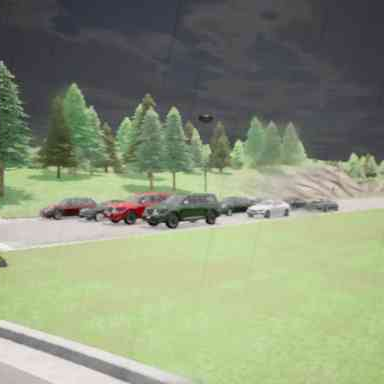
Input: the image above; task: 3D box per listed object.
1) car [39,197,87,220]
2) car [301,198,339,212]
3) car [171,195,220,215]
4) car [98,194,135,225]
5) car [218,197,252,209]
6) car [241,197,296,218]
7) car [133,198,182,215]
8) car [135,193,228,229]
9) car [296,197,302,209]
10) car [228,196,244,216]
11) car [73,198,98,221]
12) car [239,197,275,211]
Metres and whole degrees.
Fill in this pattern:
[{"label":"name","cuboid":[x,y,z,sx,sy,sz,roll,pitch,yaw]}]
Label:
[{"label":"car","cuboid":[-9.841,1.235,26.952,4.553,1.767,2.097,0,0,-44]},{"label":"car","cuboid":[13.682,1.360,34.894,4.181,1.385,1.994,0,0,-44]},{"label":"car","cuboid":[0.423,1.189,31.920,4.553,1.767,2.097,0,0,-44]},{"label":"car","cuboid":[-3.391,1.109,23.435,5.566,2.045,2.150,0,0,-44]},{"label":"car","cuboid":[5.359,1.343,41.473,4.181,1.385,1.994,0,0,-44]},{"label":"car","cuboid":[6.524,1.370,28.071,4.674,1.442,1.812,0,0,-43]},{"label":"car","cuboid":[-3.391,1.365,33.097,4.674,1.442,1.812,0,0,-44]},{"label":"car","cuboid":[-0.530,1.114,21.324,5.566,2.045,2.150,0,0,-43]},{"label":"car","cuboid":[11.049,1.295,37.222,4.892,1.490,1.837,0,0,-44]},{"label":"car","cuboid":[3.539,1.192,30.057,4.553,1.767,2.097,0,0,-44]},{"label":"car","cuboid":[-6.216,1.387,25.576,4.892,1.490,1.837,0,0,-44]},{"label":"car","cuboid":[7.590,1.353,38.758,4.181,1.385,1.994,0,0,-43]}]
